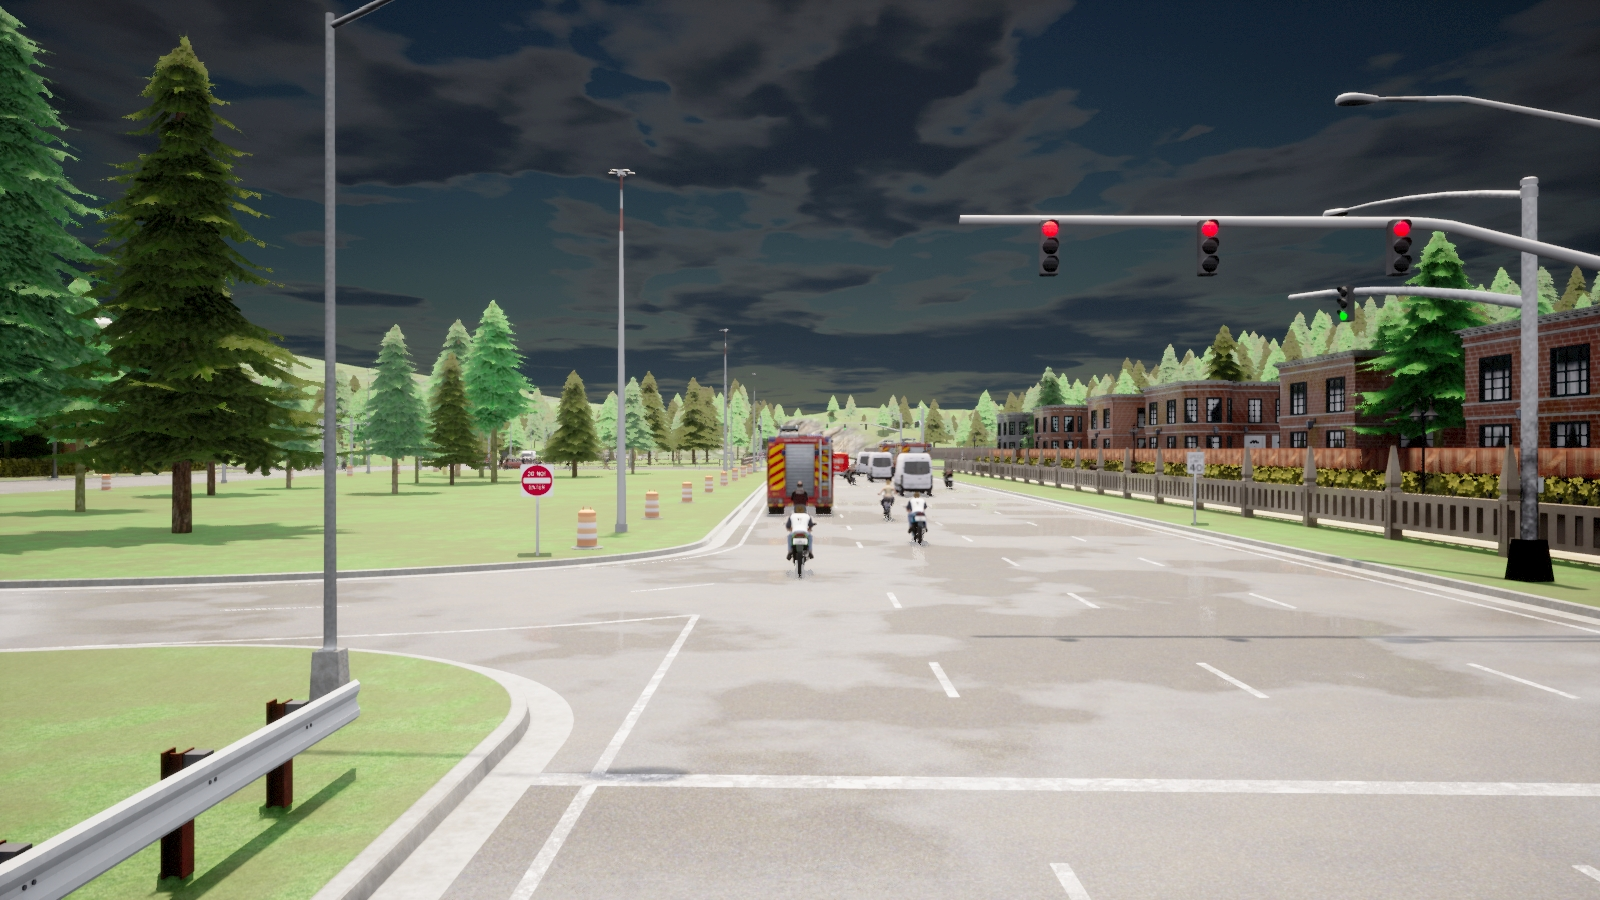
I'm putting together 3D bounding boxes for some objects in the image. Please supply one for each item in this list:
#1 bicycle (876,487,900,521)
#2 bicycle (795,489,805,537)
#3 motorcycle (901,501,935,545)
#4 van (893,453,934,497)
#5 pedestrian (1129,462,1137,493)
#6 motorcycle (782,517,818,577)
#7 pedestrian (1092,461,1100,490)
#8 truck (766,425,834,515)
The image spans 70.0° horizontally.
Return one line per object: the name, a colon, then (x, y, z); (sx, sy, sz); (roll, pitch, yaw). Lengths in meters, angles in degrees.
bicycle: (3.498, 2.136, 45.466); (0.859, 1.277, 1.487); (0, 0, 0)
bicycle: (-0.008, 2.043, 37.324); (0.329, 1.471, 1.835); (0, 0, 0)
motorcycle: (3.498, 2.169, 34.140); (0.803, 1.199, 2.033); (0, 0, 0)
van: (6.994, 1.501, 71.120); (1.988, 2.561, 5.915); (0, 0, 0)
pedestrian: (20.273, 1.666, 69.566); (0.375, 1.860, 0.375); (0, 0, 0)
motorcycle: (-0.002, 2.173, 25.962); (0.803, 1.199, 2.033); (0, 0, 0)
pedestrian: (19.151, 1.662, 73.956); (0.375, 1.860, 0.375); (0, 0, -1)
truck: (-0.007, 0.865, 52.944); (2.891, 3.827, 8.468); (0, 0, 0)
